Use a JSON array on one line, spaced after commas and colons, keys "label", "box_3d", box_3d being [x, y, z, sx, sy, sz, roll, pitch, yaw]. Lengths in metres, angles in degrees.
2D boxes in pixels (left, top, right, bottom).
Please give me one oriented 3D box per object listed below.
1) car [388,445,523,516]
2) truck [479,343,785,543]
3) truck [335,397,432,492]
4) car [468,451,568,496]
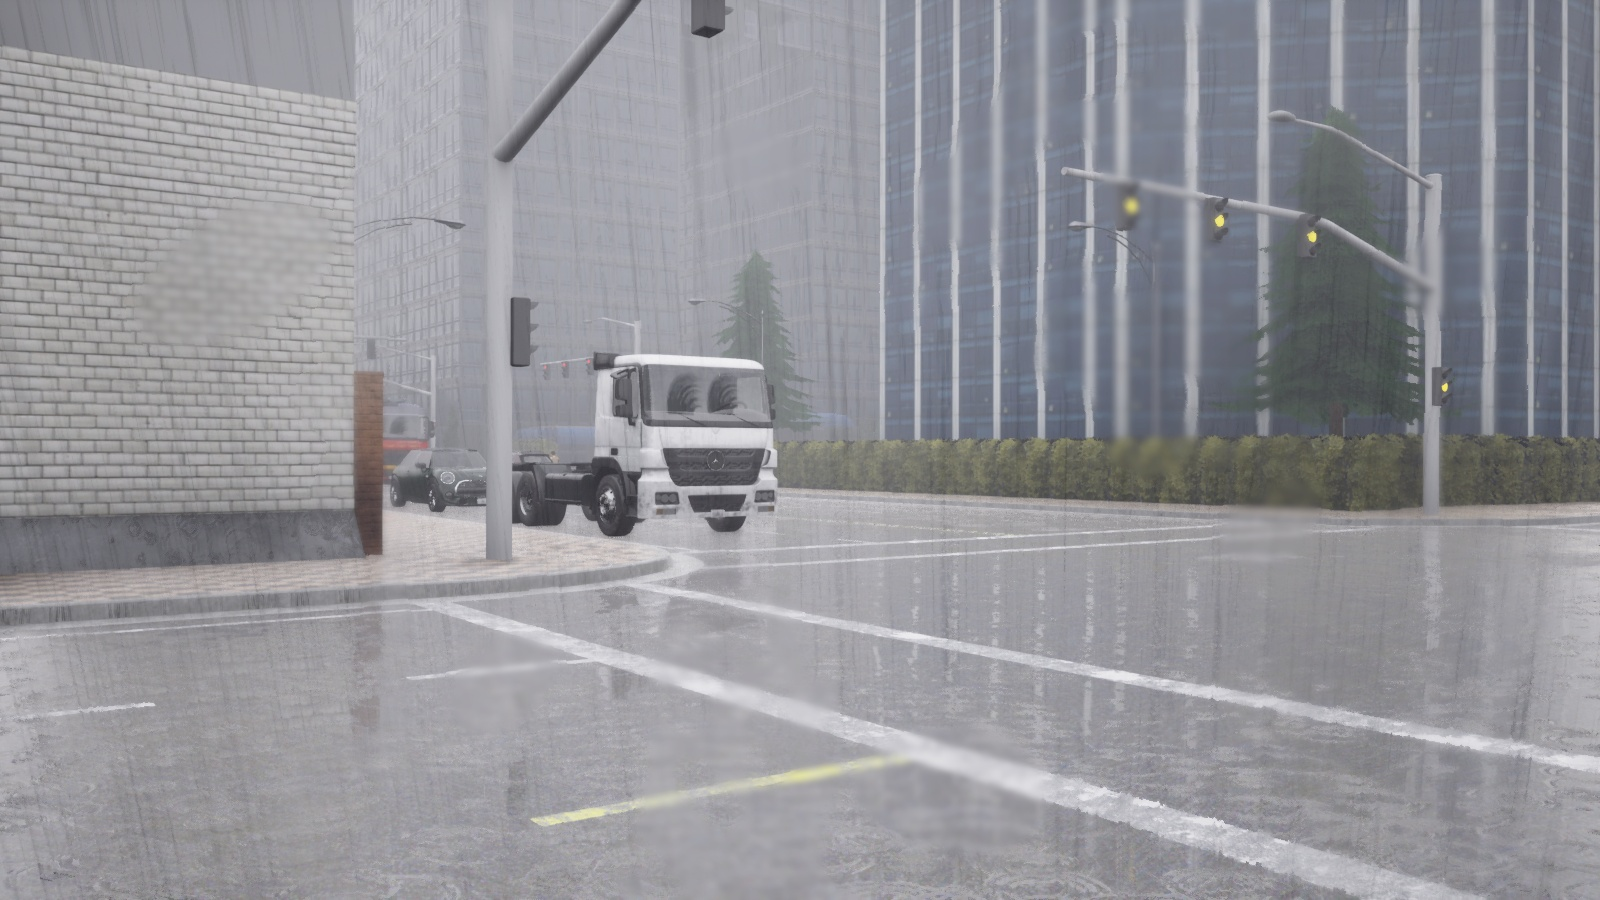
[{"label": "car", "box_3d": [-9.337, 0.761, 33.803, 2.097, 1.767, 4.553, 0, 0, -35]}, {"label": "truck", "box_3d": [-3.750, -0.110, 25.811, 2.891, 3.462, 7.936, 0, 0, -35]}, {"label": "truck", "box_3d": [-18.370, -0.191, 55.036, 2.891, 3.827, 8.468, 0, 0, -26]}, {"label": "car", "box_3d": [-10.881, 0.871, 48.227, 2.033, 1.649, 4.856, 0, 0, -35]}]
